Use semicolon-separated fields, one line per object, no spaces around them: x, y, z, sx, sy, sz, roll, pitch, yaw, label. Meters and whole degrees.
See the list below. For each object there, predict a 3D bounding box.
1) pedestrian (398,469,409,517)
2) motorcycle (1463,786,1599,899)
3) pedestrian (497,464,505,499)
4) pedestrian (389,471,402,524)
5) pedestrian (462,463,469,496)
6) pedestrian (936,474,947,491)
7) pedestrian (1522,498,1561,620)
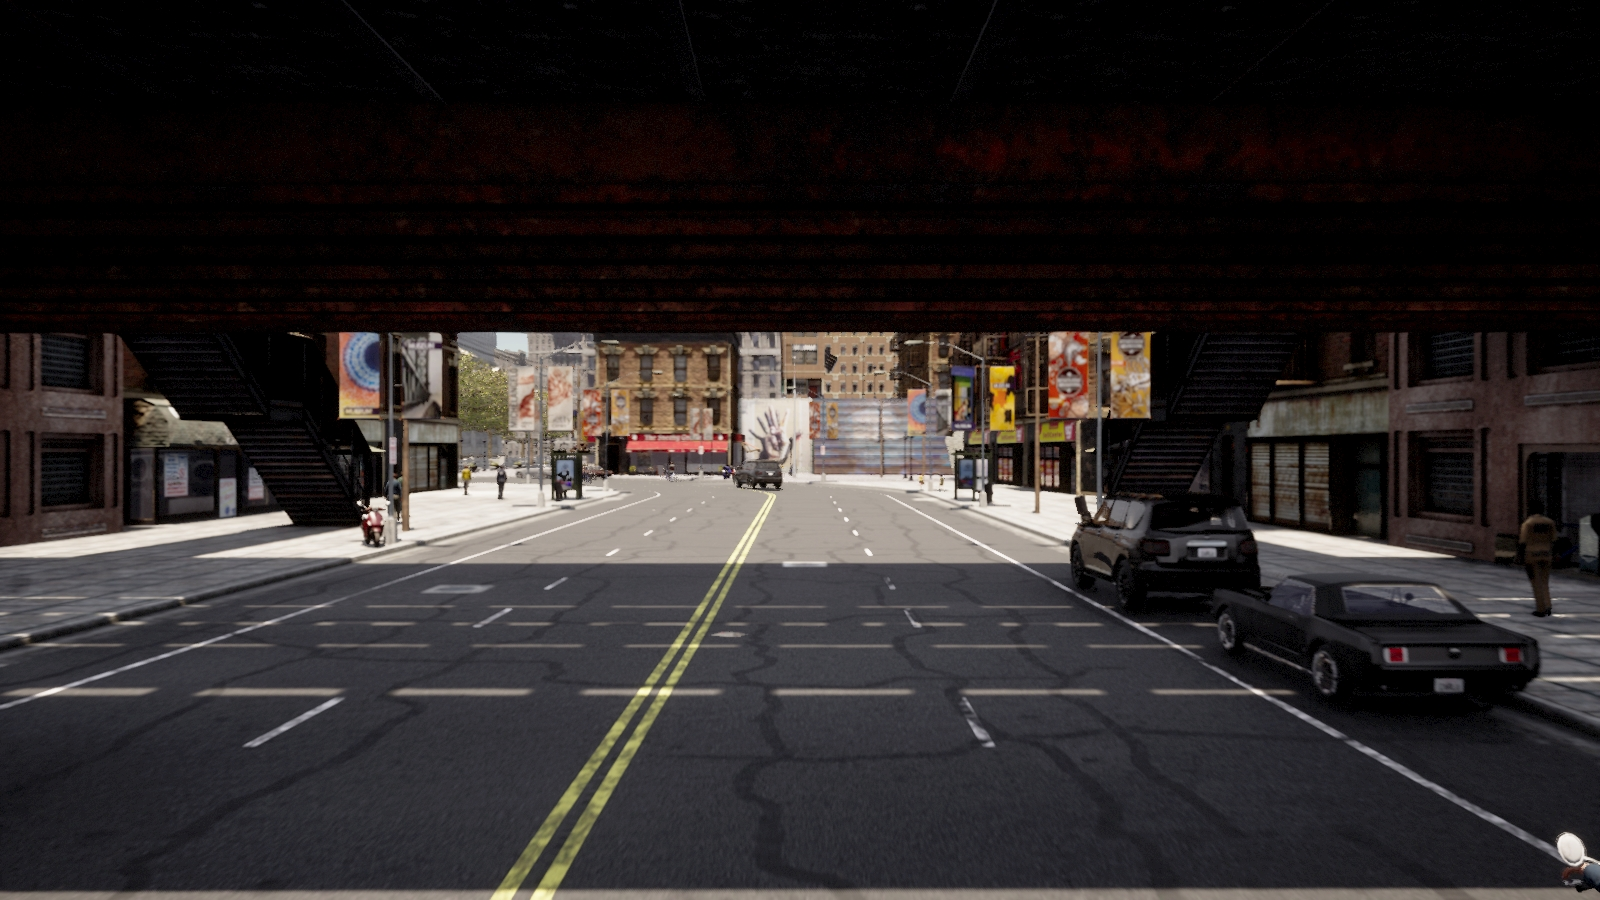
-15.553;1.696;44.814;0.375;1.860;0.375;0;0;-17;pedestrian
3.512;2.182;4.417;0.856;1.236;1.805;0;0;0;motorcycle
-15.954;1.696;60.995;0.375;1.860;0.375;0;0;-8;pedestrian
-14.426;1.696;40.749;0.375;1.860;0.375;0;0;-12;pedestrian
-19.341;1.696;66.075;0.375;1.860;0.375;0;0;-20;pedestrian
9.084;2.076;73.309;0.500;1.100;0.500;0;0;-19;pedestrian
11.602;1.696;17.890;0.375;1.860;0.375;0;0;4;pedestrian
